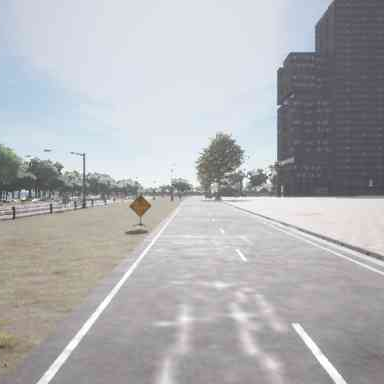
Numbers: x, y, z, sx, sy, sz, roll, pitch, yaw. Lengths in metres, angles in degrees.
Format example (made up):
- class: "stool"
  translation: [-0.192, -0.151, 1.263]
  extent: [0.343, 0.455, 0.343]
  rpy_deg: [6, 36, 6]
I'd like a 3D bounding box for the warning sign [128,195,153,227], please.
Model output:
- class: "warning sign"
  translation: [-3.048, 1.112, 19.729]
  extent: [1.300, 1.860, 1.060]
  rpy_deg: [0, 0, 0]
